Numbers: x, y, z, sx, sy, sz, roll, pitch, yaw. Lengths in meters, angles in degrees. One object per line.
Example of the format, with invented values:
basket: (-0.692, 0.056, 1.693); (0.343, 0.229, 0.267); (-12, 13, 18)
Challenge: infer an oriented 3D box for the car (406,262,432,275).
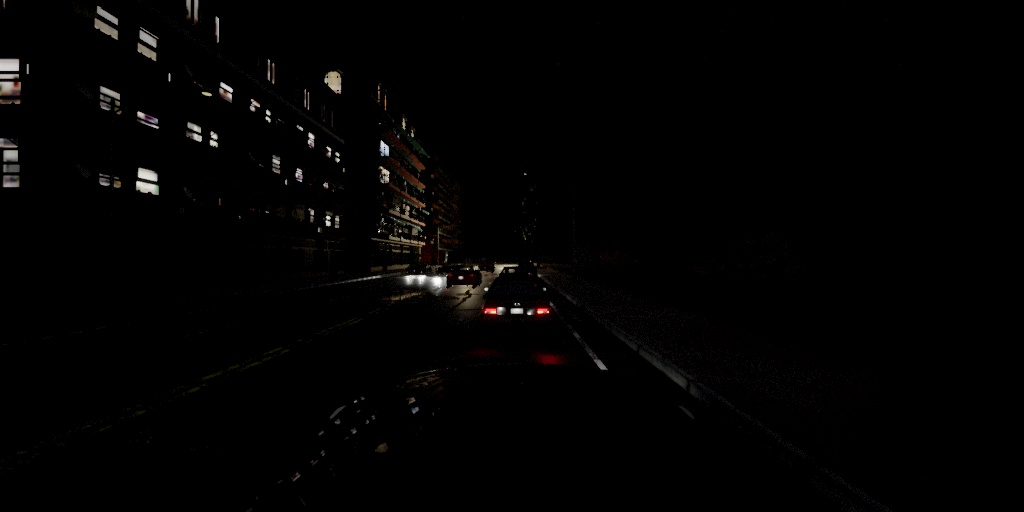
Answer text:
car: (-9.838, 1.321, 38.106); (1.994, 1.385, 4.181); (0, 0, 0)

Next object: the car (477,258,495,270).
car: (-3.136, 1.235, 44.333); (1.882, 1.535, 5.008); (0, 0, 0)

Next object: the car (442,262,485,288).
car: (-3.142, 1.320, 24.003); (1.994, 1.385, 4.181); (0, 0, 0)

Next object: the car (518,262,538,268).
car: (1.147, 1.262, 30.791); (1.837, 1.490, 4.892); (0, 0, 0)

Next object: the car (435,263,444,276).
car: (-6.589, 1.358, 37.067); (1.895, 1.301, 4.718); (0, 0, 0)

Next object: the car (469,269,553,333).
car: (0.105, 1.300, 10.662); (2.033, 1.411, 5.357); (0, 0, 0)

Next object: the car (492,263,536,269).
car: (0.106, 1.302, 21.023); (2.033, 1.411, 5.357); (0, 0, 0)
